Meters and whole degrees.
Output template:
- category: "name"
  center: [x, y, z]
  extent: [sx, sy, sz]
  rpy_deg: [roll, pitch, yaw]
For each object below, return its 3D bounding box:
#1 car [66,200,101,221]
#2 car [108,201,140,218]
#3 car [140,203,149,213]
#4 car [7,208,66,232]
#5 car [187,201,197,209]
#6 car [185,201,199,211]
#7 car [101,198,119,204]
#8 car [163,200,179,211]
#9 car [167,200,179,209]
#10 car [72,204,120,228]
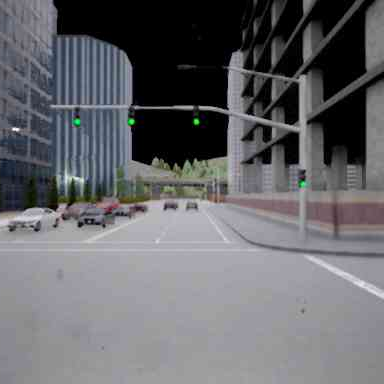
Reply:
- category: "car"
  center: [-10.593, 1.742, 31.613]
  extent: [2.097, 1.767, 4.553]
  rpy_deg: [0, -1, 0]
- category: "car"
  center: [-7.092, 1.993, 34.904]
  extent: [1.994, 1.385, 4.181]
  rpy_deg: [0, -1, 0]
- category: "car"
  center: [-7.075, 2.145, 44.943]
  extent: [1.895, 1.301, 4.718]
  rpy_deg: [0, -1, 0]
- category: "car"
  center: [-10.594, 1.813, 22.679]
  extent: [1.812, 1.442, 4.674]
  rpy_deg: [0, -1, 0]
- category: "car"
  center: [0.012, 2.343, 61.907]
  extent: [1.895, 1.301, 4.718]
  rpy_deg: [0, -1, 0]
- category: "car"
  center: [0.010, 2.129, 52.803]
  extent: [2.128, 1.511, 4.902]
  rpy_deg: [0, -1, 0]
- category: "car"
  center: [-10.588, 1.730, 42.029]
  extent: [2.150, 2.045, 5.566]
  rpy_deg: [0, -1, 0]
- category: "car"
  center: [-3.490, 2.141, 52.805]
  extent: [1.837, 1.490, 4.892]
  rpy_deg: [0, -1, 0]
- category: "car"
  center: [-3.488, 2.266, 61.878]
  extent: [1.812, 1.442, 4.674]
  rpy_deg: [0, -1, 0]
- category: "car"
  center: [-7.094, 1.880, 24.996]
  extent: [1.994, 1.385, 4.181]
  rpy_deg: [0, -1, 0]
